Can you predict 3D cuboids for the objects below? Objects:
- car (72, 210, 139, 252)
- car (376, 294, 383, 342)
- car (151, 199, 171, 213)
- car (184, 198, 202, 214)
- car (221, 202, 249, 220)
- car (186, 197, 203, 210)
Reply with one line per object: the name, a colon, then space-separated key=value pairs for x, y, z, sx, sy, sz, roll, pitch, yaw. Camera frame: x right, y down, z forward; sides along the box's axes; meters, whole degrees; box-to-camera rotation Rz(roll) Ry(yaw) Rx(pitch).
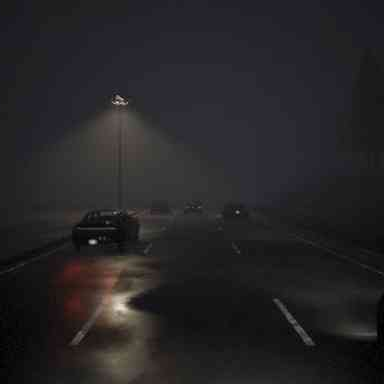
car: x=-3.397 y=1.491 z=13.831 sx=2.128 sy=1.511 sz=4.902 roll=0 pitch=0 yaw=0
car: x=3.596 y=1.353 z=2.747 sx=2.097 sy=1.767 sz=4.553 roll=0 pitch=0 yaw=0
car: x=-3.372 y=1.478 z=36.502 sx=1.882 sy=1.535 sz=5.008 roll=0 pitch=0 yaw=0
car: x=0.115 y=1.547 z=34.833 sx=2.033 sy=1.411 sz=5.357 roll=0 pitch=0 yaw=0
car: x=3.606 y=1.564 z=28.211 sx=1.994 sy=1.385 sz=4.181 roll=0 pitch=0 yaw=0
car: x=0.375 y=1.491 z=44.582 sx=2.128 sy=1.511 sz=4.902 roll=0 pitch=0 yaw=3
